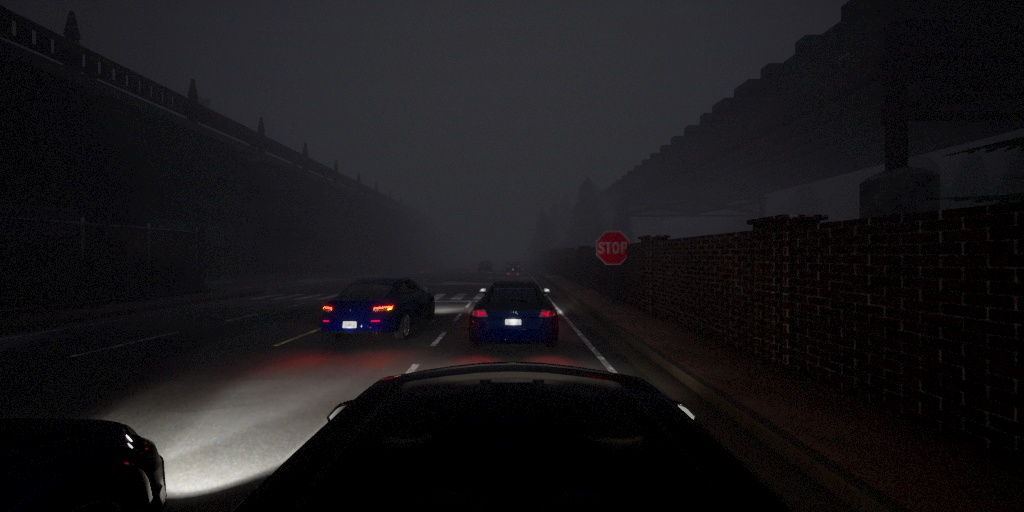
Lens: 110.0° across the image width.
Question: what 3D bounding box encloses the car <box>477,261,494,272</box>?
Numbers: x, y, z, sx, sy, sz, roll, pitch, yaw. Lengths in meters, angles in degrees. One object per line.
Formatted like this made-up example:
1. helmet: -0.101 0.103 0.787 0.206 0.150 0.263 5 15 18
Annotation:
1. car: -3.395 1.297 45.950 2.033 1.411 5.357 0 0 -1

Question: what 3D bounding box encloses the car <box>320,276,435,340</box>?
1. car: -3.413 1.276 9.825 1.812 1.442 4.674 0 0 0

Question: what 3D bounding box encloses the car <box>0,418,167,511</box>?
1. car: -3.399 1.314 0.730 1.994 1.385 4.181 0 0 0

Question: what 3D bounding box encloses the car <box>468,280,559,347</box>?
1. car: 0.069 1.314 9.303 1.994 1.385 4.181 0 0 1

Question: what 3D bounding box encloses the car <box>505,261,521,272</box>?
1. car: 0.099 1.351 46.119 1.895 1.301 4.718 0 0 -1
